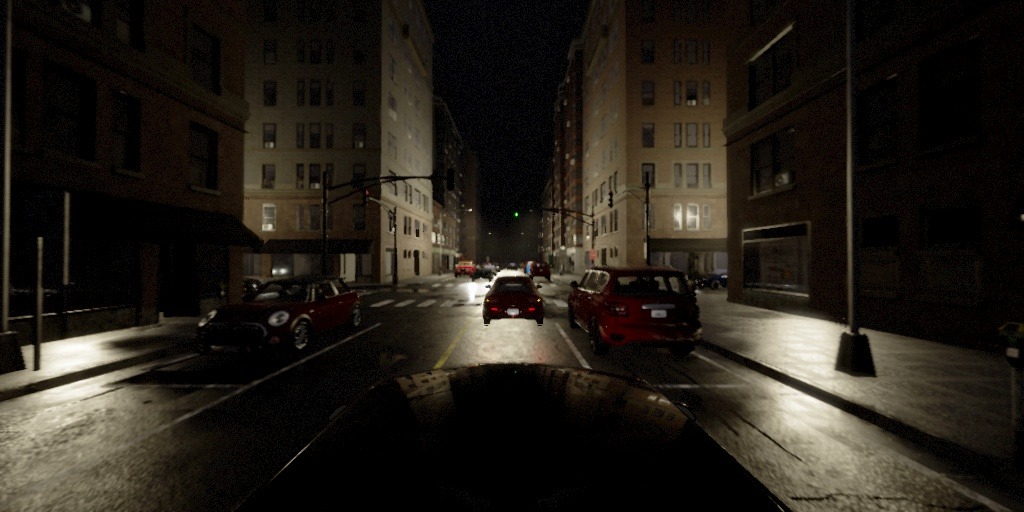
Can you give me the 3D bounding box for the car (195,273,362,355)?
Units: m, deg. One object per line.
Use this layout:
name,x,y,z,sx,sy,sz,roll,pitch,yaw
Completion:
car,-5.379,1.276,8.834,1.967,1.591,4.097,0,0,0

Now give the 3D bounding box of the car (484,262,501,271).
car,-2.788,1.826,45.095,2.033,1.411,5.357,0,-1,0

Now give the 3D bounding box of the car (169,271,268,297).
car,-17.089,1.598,21.075,4.181,1.385,1.994,0,-1,0

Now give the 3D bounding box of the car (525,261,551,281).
car,2.747,1.481,35.878,2.192,1.841,5.009,0,0,0

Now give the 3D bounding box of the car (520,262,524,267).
car,2.757,1.682,52.388,2.192,1.841,5.009,0,0,0

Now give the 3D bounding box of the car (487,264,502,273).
car,-2.754,1.971,57.094,2.033,1.411,5.357,0,-1,0

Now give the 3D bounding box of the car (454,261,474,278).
car,-5.364,1.548,41.392,2.192,1.841,5.009,0,0,0

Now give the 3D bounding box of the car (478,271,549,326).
car,0.054,1.403,12.172,1.812,1.442,4.674,0,-1,1

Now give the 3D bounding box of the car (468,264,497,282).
car,-2.804,1.753,34.732,1.895,1.301,4.718,0,-1,0

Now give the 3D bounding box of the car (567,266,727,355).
car,2.646,1.152,8.824,2.192,1.841,5.009,0,0,0

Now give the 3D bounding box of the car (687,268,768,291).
car,14.276,1.544,23.912,4.181,1.385,1.994,0,-1,-1
